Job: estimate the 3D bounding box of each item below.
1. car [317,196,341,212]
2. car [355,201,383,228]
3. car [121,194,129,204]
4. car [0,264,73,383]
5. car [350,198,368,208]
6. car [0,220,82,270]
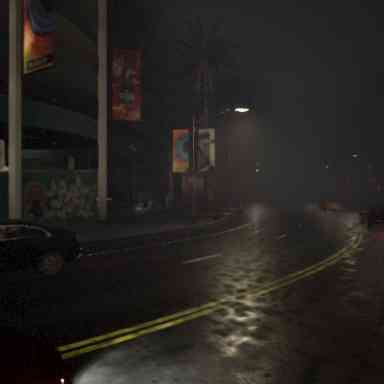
[{"bbox_3d":[17.065,1.668,41.384,1.882,1.535,5.008,0,0,12],"label":"car"},{"bbox_3d":[12.661,1.604,22.614,1.837,1.490,4.892,1,0,19],"label":"car"},{"bbox_3d":[-10.106,1.307,50.337,2.435,2.045,5.566,0,0,11],"label":"car"},{"bbox_3d":[-2.855,1.580,1.986,4.181,1.385,1.994,0,0,-34],"label":"car"},{"bbox_3d":[25.593,1.707,50.816,2.231,1.521,4.892,0,0,11],"label":"car"},{"bbox_3d":[-5.484,1.547,8.876,4.902,1.511,2.128,0,0,-39],"label":"car"}]
